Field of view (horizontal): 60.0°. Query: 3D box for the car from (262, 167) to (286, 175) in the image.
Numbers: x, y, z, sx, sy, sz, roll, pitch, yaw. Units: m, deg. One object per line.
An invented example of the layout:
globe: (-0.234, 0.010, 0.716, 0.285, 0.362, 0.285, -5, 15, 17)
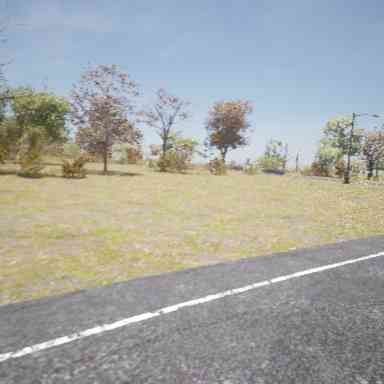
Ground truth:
car: (17.686, -4.587, 71.805, 2.033, 1.411, 5.357, 0, 7, -37)

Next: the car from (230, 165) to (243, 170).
car: (11.277, -5.935, 80.454, 1.994, 1.385, 4.181, 0, 7, -37)
